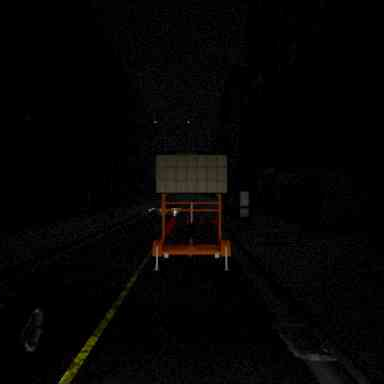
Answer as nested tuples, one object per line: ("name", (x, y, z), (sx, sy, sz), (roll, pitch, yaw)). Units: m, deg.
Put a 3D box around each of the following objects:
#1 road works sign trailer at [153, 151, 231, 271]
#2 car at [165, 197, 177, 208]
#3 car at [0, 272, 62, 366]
("road works sign trailer", (-0.011, 0.467, 10.918), (2.380, 3.560, 2.880), (0, 0, 0))
("car", (-3.145, 1.504, 47.704), (1.882, 1.535, 5.008), (0, 0, 0))
("car", (-3.104, 1.601, 3.316), (1.895, 1.301, 4.718), (0, 0, 0))
